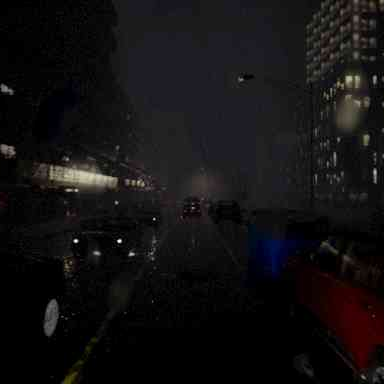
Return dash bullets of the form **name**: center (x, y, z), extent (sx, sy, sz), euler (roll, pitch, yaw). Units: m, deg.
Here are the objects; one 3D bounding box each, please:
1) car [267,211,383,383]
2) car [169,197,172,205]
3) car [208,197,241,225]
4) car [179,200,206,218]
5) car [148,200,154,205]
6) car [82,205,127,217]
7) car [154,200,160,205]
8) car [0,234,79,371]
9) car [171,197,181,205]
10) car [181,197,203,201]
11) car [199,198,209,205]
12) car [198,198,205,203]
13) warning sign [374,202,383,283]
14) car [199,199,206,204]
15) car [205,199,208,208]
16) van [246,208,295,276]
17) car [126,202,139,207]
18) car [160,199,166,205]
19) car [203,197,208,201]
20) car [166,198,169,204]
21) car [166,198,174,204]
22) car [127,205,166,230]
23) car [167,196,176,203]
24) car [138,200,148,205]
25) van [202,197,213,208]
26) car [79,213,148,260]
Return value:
- **car**: center (2.687, 1.351, 4.298), extent (2.192, 1.841, 5.009), euler (0, 0, 0)
- **car**: center (-5.677, 2.237, 76.142), extent (1.887, 1.381, 4.507), euler (0, -1, 0)
- **car**: center (2.691, 1.540, 26.403), extent (2.192, 1.841, 5.009), euler (0, -1, 0)
- **car**: center (0.007, 1.832, 33.072), extent (2.033, 1.411, 5.357), euler (0, -1, 0)
- **car**: center (-5.685, 1.907, 37.457), extent (1.802, 1.307, 4.206), euler (0, -1, 0)
- **car**: center (-5.689, 1.727, 20.877), extent (2.008, 1.369, 4.403), euler (0, 0, 0)
- **car**: center (-5.685, 1.815, 42.984), extent (1.967, 1.590, 4.097), euler (0, -1, 0)
- **car**: center (-3.098, 1.509, 3.718), extent (1.882, 1.535, 5.008), euler (0, 0, 0)
- **car**: center (-2.982, 2.126, 76.254), extent (2.128, 1.511, 4.902), euler (0, -1, 0)
- **car**: center (0.020, 1.612, 44.566), extent (2.150, 2.045, 5.566), euler (0, 0, 0)
- **car**: center (2.703, 2.132, 76.140), extent (1.967, 1.590, 4.097), euler (0, -1, 0)
- **car**: center (2.707, 2.442, 92.718), extent (1.802, 1.307, 4.206), euler (0, -1, 0)
- **warning sign**: center (5.074, 1.177, 7.556), extent (1.300, 1.860, 1.060), euler (0, 0, 0)
- **car**: center (2.706, 2.386, 87.192), extent (1.802, 1.307, 4.206), euler (0, -1, 0)
- **car**: center (2.695, 1.869, 37.455), extent (1.887, 1.381, 4.507), euler (0, -1, 0)
- **van**: center (2.688, 1.422, 9.824), extent (1.690, 1.788, 3.998), euler (0, 0, 0)
- **car**: center (-5.688, 1.770, 26.403), extent (1.887, 1.381, 4.507), euler (0, -1, 0)
- **car**: center (-5.682, 2.000, 53.866), extent (1.752, 1.417, 4.829), euler (0, -1, 0)
- **car**: center (2.699, 2.003, 54.204), extent (1.752, 1.417, 4.829), euler (0, -1, 0)
- **car**: center (-5.680, 2.074, 59.562), extent (1.887, 1.381, 4.507), euler (0, -1, 0)
- **car**: center (-5.675, 2.328, 87.025), extent (1.752, 1.417, 4.829), euler (0, -1, 0)
- **car**: center (-3.073, 1.796, 23.041), extent (1.895, 1.301, 4.718), euler (0, -1, 0)
- **car**: center (-5.675, 2.176, 92.723), extent (2.192, 1.841, 5.009), euler (0, -1, 0)
- **car**: center (-5.687, 1.715, 31.931), extent (1.967, 1.590, 4.097), euler (0, -1, 0)
- **van**: center (2.699, 1.869, 59.561), extent (1.690, 1.788, 3.998), euler (0, -1, 0)
- **car**: center (-3.094, 1.710, 13.071), extent (1.895, 1.301, 4.718), euler (0, 0, 0)
